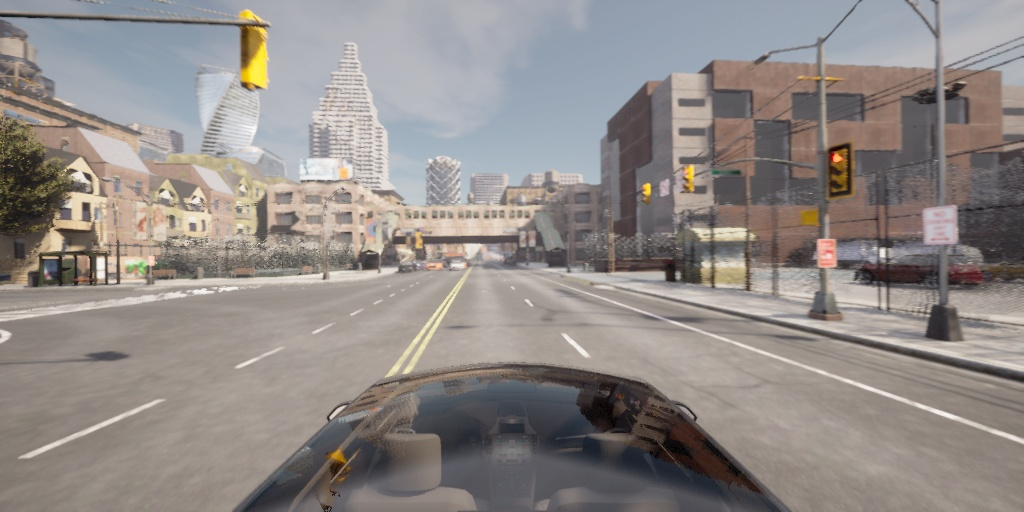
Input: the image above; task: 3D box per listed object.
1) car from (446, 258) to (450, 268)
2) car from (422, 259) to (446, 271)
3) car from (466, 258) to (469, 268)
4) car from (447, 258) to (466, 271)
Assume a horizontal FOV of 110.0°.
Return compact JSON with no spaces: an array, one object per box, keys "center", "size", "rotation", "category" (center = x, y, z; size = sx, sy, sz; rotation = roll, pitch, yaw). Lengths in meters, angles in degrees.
[{"center":[-12.546,1.489,63.821],"size":[2.128,1.511,4.902],"rotation":[-1,0,-5],"category":"car"},{"center":[-11.707,1.306,54.147],"size":[2.097,1.767,4.553],"rotation":[-1,0,-5],"category":"car"},{"center":[-8.693,1.266,60.133],"size":[2.097,1.767,4.553],"rotation":[-1,0,-6],"category":"car"},{"center":[-8.063,1.421,52.598],"size":[1.812,1.442,4.674],"rotation":[-1,1,-6],"category":"car"}]
